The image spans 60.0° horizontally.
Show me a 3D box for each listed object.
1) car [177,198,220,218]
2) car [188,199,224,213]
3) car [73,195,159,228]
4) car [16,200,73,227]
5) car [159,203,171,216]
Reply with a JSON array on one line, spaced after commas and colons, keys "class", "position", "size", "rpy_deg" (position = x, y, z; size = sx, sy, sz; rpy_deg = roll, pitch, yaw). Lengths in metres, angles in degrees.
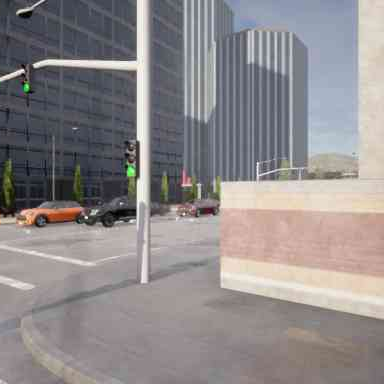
[{"class": "car", "position": [0.584, 1.407, 31.485], "size": [2.097, 1.767, 4.553], "rpy_deg": [0, 0, 36]}, {"class": "car", "position": [1.750, 1.560, 39.094], "size": [1.837, 1.490, 4.892], "rpy_deg": [0, 0, 36]}, {"class": "car", "position": [-5.145, 1.277, 23.516], "size": [2.150, 2.045, 5.566], "rpy_deg": [0, 0, 36]}, {"class": "car", "position": [-9.701, 1.407, 23.169], "size": [2.097, 1.767, 4.553], "rpy_deg": [0, 0, 36]}, {"class": "car", "position": [-4.175, 1.603, 30.864], "size": [2.033, 1.411, 5.357], "rpy_deg": [0, 0, 36]}]
